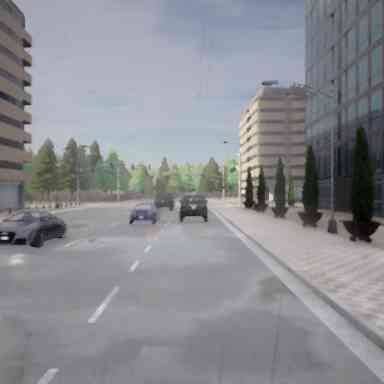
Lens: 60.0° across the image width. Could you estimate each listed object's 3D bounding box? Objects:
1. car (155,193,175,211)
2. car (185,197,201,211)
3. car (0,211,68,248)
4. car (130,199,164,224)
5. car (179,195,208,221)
[{"bbox_3d":[-3.364,1.193,41.221,2.150,2.045,5.566,0,0,1],"label":"car"},{"bbox_3d":[0.136,1.478,42.034,1.837,1.490,4.892,0,0,0],"label":"car"},{"bbox_3d":[-7.065,1.550,14.544,1.994,1.385,4.181,0,0,0],"label":"car"},{"bbox_3d":[-3.375,1.508,24.473,1.812,1.442,4.674,0,0,0],"label":"car"},{"bbox_3d":[0.128,1.208,26.956,2.150,2.045,5.566,0,0,0],"label":"car"}]
